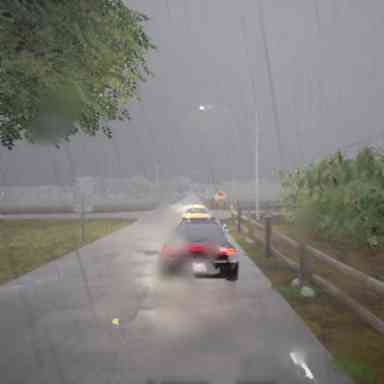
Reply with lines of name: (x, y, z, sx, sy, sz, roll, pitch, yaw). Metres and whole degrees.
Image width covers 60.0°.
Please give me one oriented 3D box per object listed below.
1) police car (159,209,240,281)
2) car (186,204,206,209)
police car: (0.194, 1.521, 9.975, 2.038, 1.542, 4.974, 0, 0, 1)
car: (0.251, 1.518, 21.357, 1.801, 1.575, 5.366, 0, 0, 0)
